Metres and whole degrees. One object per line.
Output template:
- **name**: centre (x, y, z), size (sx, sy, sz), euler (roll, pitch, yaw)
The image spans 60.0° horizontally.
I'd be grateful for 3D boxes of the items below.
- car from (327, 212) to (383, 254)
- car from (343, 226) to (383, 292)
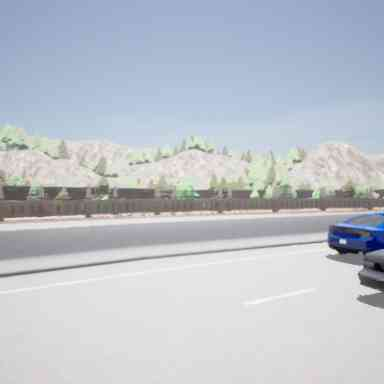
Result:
- **car**: centre (7.099, 1.477, 11.812), size (5.008, 1.535, 1.882), euler (1, 0, -26)
- **car**: centre (6.130, 1.546, 7.461), size (5.357, 1.411, 2.033), euler (0, 0, -28)
